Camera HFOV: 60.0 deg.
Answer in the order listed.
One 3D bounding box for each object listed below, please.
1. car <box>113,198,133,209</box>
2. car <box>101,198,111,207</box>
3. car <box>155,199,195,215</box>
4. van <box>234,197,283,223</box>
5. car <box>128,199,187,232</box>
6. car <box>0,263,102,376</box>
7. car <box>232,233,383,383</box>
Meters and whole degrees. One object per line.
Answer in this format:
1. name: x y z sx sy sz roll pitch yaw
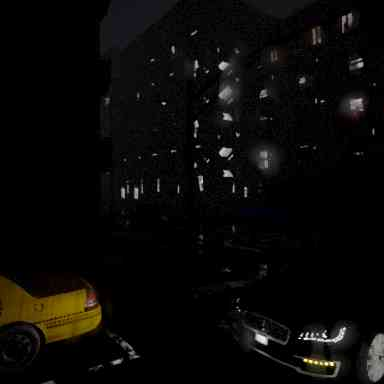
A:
1. car: -8.416 1.455 43.227 1.887 1.381 4.507 -1 0 -36
2. car: -11.742 1.454 47.808 1.887 1.381 4.507 -1 0 -36
3. car: -1.862 1.441 34.204 1.752 1.417 4.829 -1 0 -36
4. van: 4.892 1.272 24.904 1.690 1.788 3.998 0 0 -36
5. car: -1.899 1.436 19.995 1.967 1.590 4.097 0 0 -36
6. car: -3.602 1.526 3.995 4.829 1.417 1.752 0 0 -36
7. car: 2.804 1.501 5.382 4.892 1.490 1.837 0 0 -36
